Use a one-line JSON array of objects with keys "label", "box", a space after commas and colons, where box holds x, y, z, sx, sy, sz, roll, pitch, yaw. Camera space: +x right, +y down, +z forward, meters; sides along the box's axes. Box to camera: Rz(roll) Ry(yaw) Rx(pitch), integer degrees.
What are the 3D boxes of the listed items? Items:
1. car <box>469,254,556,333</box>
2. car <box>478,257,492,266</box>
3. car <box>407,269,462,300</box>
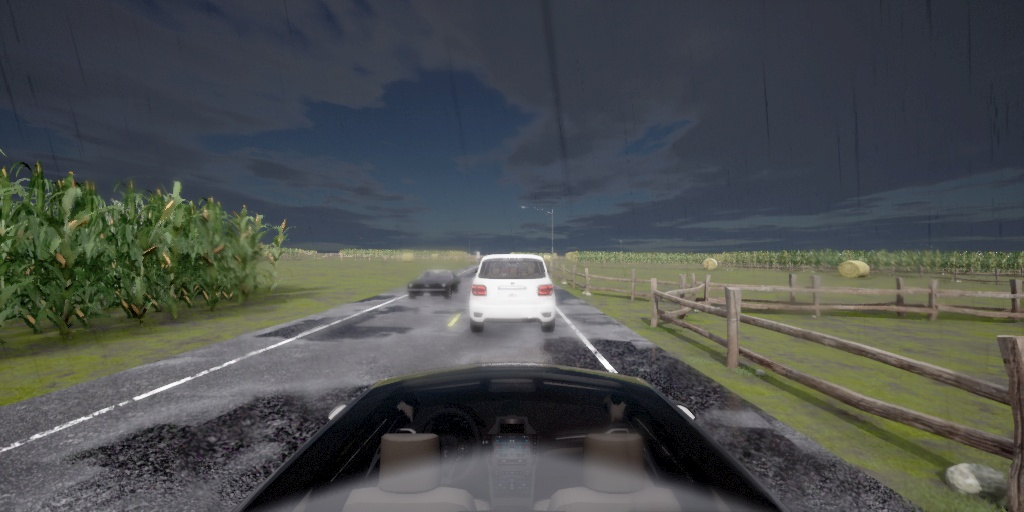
[{"label": "car", "box": [0.016, 0.972, 10.909, 2.150, 2.045, 5.566, 0, 0, 0]}, {"label": "car", "box": [-4.383, 0.884, 58.711, 2.128, 1.511, 4.902, 0, 0, -1]}, {"label": "car", "box": [-3.702, 1.349, 17.708, 1.895, 1.301, 4.718, 0, 0, -1]}]
